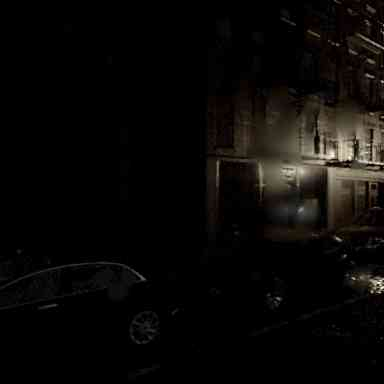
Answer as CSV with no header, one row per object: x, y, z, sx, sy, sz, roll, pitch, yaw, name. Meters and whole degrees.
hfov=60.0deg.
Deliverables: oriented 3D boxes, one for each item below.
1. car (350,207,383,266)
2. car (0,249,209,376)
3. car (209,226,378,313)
6.648,1.419,10.948,5.009,1.841,2.192,1,0,-36,car
-2.153,1.559,4.665,4.403,1.369,2.008,1,0,-36,car
2.247,1.622,7.806,4.313,1.339,1.947,1,0,-36,car
